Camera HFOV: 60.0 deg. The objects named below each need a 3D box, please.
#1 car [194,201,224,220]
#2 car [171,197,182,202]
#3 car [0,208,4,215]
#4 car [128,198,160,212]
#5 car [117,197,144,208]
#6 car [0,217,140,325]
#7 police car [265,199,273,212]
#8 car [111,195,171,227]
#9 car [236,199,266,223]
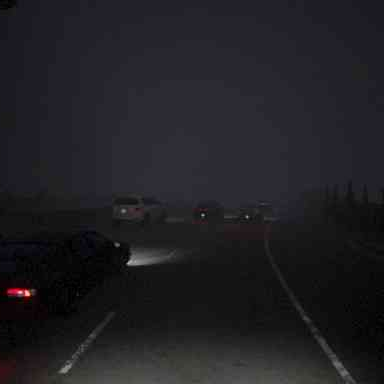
[{"bbox_3d":[1.517,1.550,28.236,1.837,1.490,4.892,0,0,16],"label":"car"},{"bbox_3d":[-3.279,1.620,62.475,2.128,1.511,4.902,0,0,16],"label":"car"},{"bbox_3d":[-14.824,1.467,21.951,1.882,1.535,5.008,0,0,13],"label":"car"},{"bbox_3d":[-5.847,1.567,41.266,2.128,1.511,4.902,0,0,17],"label":"car"},{"bbox_3d":[-9.715,1.606,52.907,2.128,1.511,4.902,0,0,17],"label":"car"},{"bbox_3d":[-2.924,1.541,7.463,2.033,1.411,5.357,0,0,6],"label":"car"},{"bbox_3d":[8.975,1.616,41.523,2.038,1.542,4.974,0,0,16],"label":"police car"},{"bbox_3d":[-3.542,1.239,23.131,2.150,2.045,5.566,0,0,15],"label":"car"},{"bbox_3d":[4.626,1.571,26.373,1.812,1.442,4.674,0,0,16],"label":"car"}]
